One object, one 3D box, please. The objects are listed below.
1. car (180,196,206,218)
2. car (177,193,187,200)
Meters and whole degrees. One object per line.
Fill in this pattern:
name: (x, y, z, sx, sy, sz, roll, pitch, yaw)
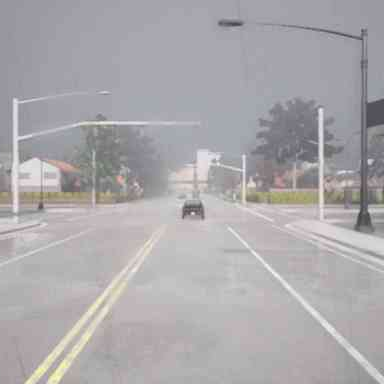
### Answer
car: (0.133, 1.402, 28.437, 1.837, 1.490, 4.892, 0, 1, 1)
car: (-2.550, 1.245, 80.333, 2.033, 1.411, 5.357, 0, 0, 0)
